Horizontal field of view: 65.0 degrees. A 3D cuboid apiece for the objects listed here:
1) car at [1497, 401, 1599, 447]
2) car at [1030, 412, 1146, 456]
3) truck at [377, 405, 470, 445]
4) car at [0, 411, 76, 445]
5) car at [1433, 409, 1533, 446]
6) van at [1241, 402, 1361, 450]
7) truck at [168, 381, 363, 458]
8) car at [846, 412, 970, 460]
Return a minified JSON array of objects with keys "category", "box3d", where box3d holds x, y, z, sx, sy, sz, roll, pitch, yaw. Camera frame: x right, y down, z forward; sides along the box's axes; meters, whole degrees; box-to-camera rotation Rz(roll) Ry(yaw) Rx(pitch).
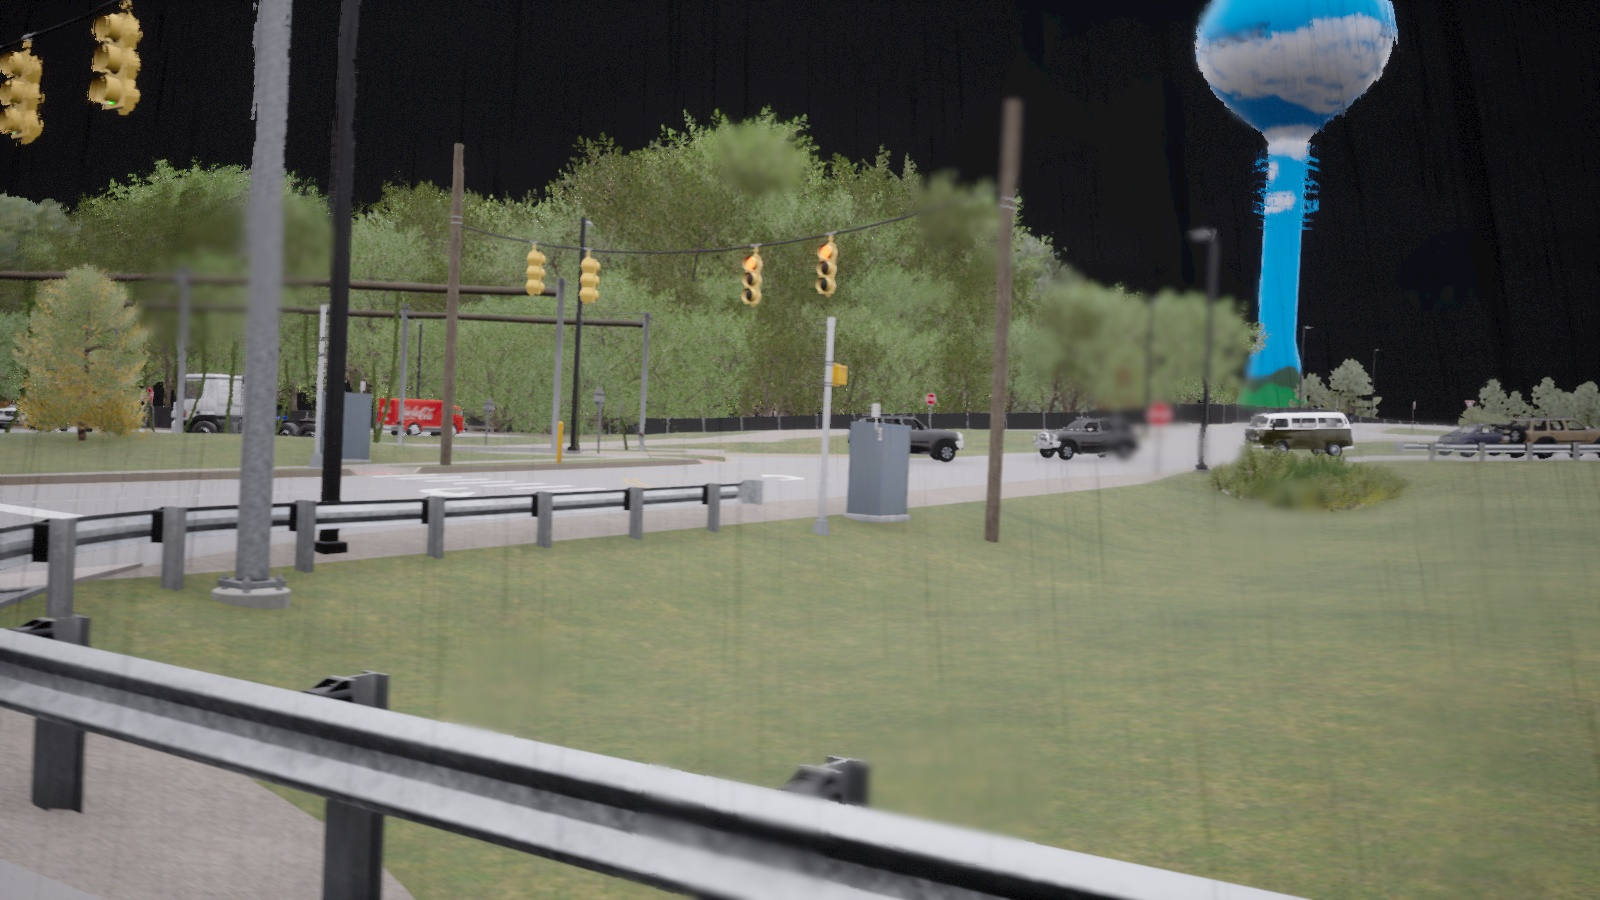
[{"category":"car","box3d":[32.465,-1.131,53.470,4.605,1.855,1.932,-2,1,-9]},{"category":"car","box3d":[12.600,-0.736,55.014,4.605,1.855,1.932,-1,3,-18]},{"category":"truck","box3d":[-24.598,-1.627,82.147,5.204,2.467,2.627,0,3,-45]},{"category":"car","box3d":[-49.310,-1.395,81.014,2.150,2.045,5.566,2,0,-2]},{"category":"car","box3d":[31.124,-1.021,57.279,3.705,1.549,1.789,-2,1,-10]},{"category":"van","box3d":[22.445,-1.072,56.356,4.480,2.038,2.069,-1,1,-4]},{"category":"truck","box3d":[-24.708,-1.380,58.259,7.936,3.462,2.891,0,0,6]},{"category":"car","box3d":[4.247,-0.571,49.748,4.605,1.855,1.932,0,1,-5]}]
